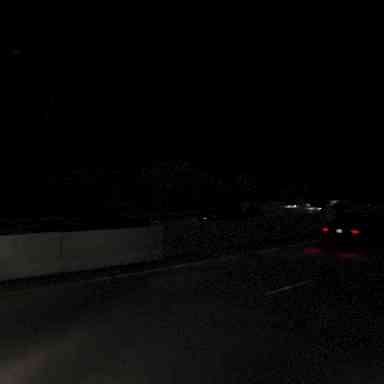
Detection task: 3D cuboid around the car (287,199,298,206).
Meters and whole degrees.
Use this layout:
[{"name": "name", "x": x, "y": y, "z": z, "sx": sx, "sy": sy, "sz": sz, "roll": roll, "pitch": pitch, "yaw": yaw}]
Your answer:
[{"name": "car", "x": 21.486, "y": 2.239, "z": 71.464, "sx": 1.994, "sy": 1.385, "sz": 4.181, "roll": 0, "pitch": -1, "yaw": 12}]

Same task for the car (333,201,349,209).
[{"name": "car", "x": 21.035, "y": 1.990, "z": 46.995, "sx": 1.994, "sy": 1.385, "sz": 4.181, "roll": 0, "pitch": -1, "yaw": 25}]

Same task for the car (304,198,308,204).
[{"name": "car", "x": 30.356, "y": 2.339, "z": 85.808, "sx": 2.128, "sy": 1.511, "sz": 4.902, "roll": 0, "pitch": -1, "yaw": 7}]

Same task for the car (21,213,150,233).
[{"name": "car", "x": -4.284, "y": 1.605, "z": 14.127, "sx": 5.357, "sy": 1.411, "sz": 2.033, "roll": 1, "pitch": 0, "yaw": -39}]

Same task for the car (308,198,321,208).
[{"name": "car", "x": 22.367, "y": 2.084, "z": 59.915, "sx": 1.812, "sy": 1.442, "sz": 4.674, "roll": 0, "pitch": -1, "yaw": 18}]

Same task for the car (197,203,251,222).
[{"name": "car", "x": 2.279, "y": 1.734, "z": 25.186, "sx": 1.994, "sy": 1.385, "sz": 4.181, "roll": 0, "pitch": -1, "yaw": 43}]

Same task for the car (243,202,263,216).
[{"name": "car", "x": 5.853, "y": 1.795, "z": 34.916, "sx": 1.812, "sy": 1.442, "sz": 4.674, "roll": 0, "pitch": -1, "yaw": 36}]

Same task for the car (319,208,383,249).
[{"name": "car", "x": 7.802, "y": 1.670, "z": 15.416, "sx": 2.033, "sy": 1.411, "sz": 5.357, "roll": 0, "pitch": -1, "yaw": 45}]
